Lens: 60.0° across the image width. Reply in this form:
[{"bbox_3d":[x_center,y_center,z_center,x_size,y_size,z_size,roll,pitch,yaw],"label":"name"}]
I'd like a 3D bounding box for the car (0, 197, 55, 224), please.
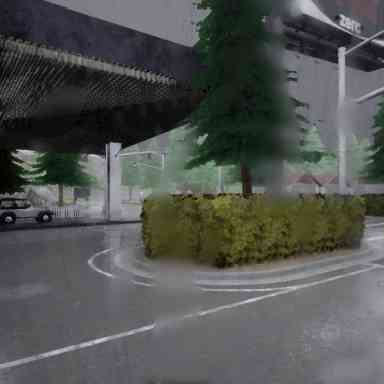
[{"bbox_3d":[-11.923,1.313,23.509,3.866,1.878,1.905,0,0,-36],"label":"car"}]
